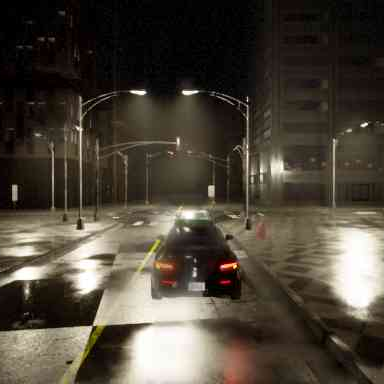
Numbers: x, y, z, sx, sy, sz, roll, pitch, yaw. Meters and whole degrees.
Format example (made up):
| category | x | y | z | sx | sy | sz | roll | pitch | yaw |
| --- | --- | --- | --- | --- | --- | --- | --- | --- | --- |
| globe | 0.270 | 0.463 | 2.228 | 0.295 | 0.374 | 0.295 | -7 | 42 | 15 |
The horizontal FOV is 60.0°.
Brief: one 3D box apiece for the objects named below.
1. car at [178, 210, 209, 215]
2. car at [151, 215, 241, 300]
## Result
| category | x | y | z | sx | sy | sz | roll | pitch | yaw |
| --- | --- | --- | --- | --- | --- | --- | --- | --- | --- |
| car | 0.071 | 1.593 | 17.260 | 1.895 | 1.301 | 4.718 | 0 | 0 | 0 |
| car | 0.083 | 1.523 | 8.236 | 1.812 | 1.442 | 4.674 | 0 | 0 | 0 |
